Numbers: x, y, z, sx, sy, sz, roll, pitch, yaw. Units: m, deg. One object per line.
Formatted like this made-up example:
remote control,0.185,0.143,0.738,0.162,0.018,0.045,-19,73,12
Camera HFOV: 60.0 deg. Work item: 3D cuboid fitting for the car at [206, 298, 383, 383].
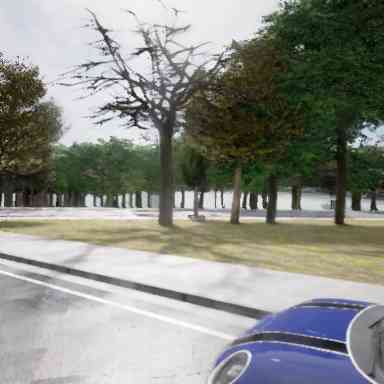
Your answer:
car,2.263,1.353,2.074,4.553,1.767,2.097,0,0,35
